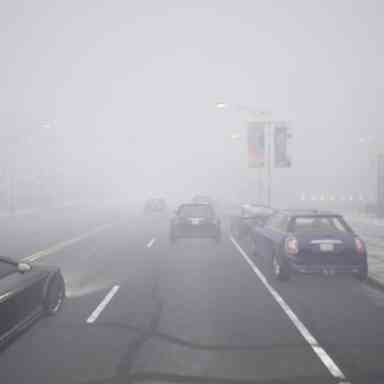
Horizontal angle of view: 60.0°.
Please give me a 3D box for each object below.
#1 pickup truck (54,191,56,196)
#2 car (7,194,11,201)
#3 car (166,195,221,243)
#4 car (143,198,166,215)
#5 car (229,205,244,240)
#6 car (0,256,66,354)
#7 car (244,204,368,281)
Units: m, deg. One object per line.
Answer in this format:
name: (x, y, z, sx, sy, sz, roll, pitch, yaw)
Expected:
pickup truck: (-28.338, 0.391, 76.725, 6.274, 2.098, 2.390, 0, 1, 0)
car: (-28.832, 0.808, 49.104, 2.185, 1.767, 4.553, 0, 1, 0)
car: (0.153, 1.210, 15.342, 2.097, 1.767, 4.553, 0, 0, 0)
car: (-3.293, 1.266, 30.592, 2.033, 1.411, 5.357, 0, 1, 0)
car: (2.958, 1.330, 16.157, 2.097, 1.535, 5.008, 0, 1, 0)
car: (-3.385, 1.521, 4.627, 1.994, 1.385, 4.181, 0, 1, 0)
car: (3.075, 1.263, 9.730, 2.185, 1.767, 4.553, 0, 1, 0)
